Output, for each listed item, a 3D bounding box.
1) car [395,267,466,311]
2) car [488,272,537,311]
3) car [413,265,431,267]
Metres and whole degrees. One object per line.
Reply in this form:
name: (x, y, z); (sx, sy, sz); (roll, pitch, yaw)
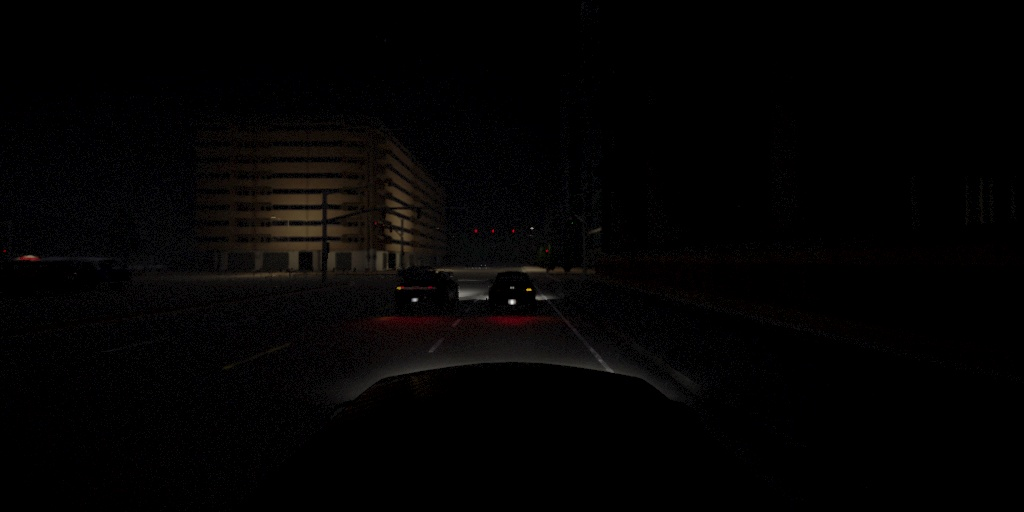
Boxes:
car: (-3.478, 1.392, 15.327); (2.128, 1.511, 4.902); (0, 0, 0)
car: (0.022, 1.407, 15.331); (1.837, 1.490, 4.892); (0, 0, 0)
car: (-8.699, 1.643, 35.696); (5.357, 1.411, 2.033); (0, -1, 0)
